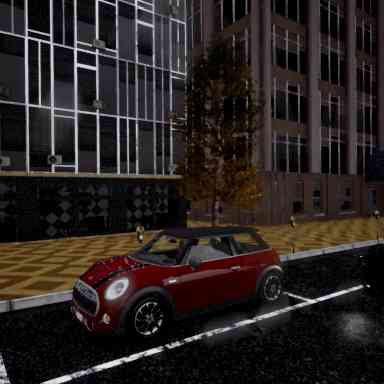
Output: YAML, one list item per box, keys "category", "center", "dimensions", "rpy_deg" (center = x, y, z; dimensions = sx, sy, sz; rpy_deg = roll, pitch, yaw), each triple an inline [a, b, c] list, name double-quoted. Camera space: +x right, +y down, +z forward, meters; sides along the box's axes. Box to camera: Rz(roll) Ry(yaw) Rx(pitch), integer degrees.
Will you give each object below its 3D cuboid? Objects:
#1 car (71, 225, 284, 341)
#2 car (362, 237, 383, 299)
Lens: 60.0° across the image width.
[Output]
- category: "car"
  center: [-0.156, 1.439, 6.429]
  dimensions: [4.097, 1.590, 1.967]
  rpy_deg: [0, -1, -35]
- category: "car"
  center: [5.765, 1.475, 7.415]
  dimensions: [5.008, 1.535, 1.882]
  rpy_deg: [0, 0, -35]
